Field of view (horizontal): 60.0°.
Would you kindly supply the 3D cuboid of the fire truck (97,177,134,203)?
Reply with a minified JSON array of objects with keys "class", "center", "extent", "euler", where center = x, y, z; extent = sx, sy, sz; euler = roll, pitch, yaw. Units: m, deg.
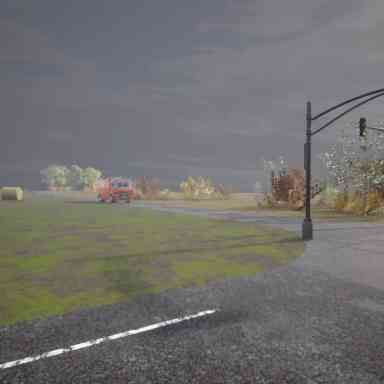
[{"class":"fire truck","center":[-11.714,-0.354,50.084],"extent":[2.891,3.827,8.468],"euler":[1,0,-32]}]
